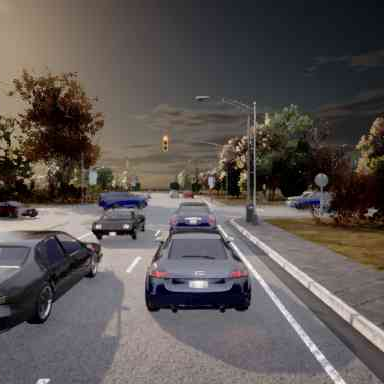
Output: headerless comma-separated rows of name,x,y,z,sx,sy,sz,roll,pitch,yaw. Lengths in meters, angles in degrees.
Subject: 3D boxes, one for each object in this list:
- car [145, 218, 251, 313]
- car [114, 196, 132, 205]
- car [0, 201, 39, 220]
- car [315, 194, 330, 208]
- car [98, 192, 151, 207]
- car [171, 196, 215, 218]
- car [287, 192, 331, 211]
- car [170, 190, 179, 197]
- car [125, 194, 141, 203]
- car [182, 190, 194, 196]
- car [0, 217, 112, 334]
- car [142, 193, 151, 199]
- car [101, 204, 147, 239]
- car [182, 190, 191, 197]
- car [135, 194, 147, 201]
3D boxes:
car,0.084,1.541,7.712,1.994,1.385,4.181,0,0,-1
car,-10.772,1.271,52.161,1.895,1.301,4.718,0,0,0
car,-14.317,1.413,26.513,4.181,1.385,1.994,0,0,22
car,15.649,1.290,33.797,4.902,1.511,2.128,0,0,-3
car,-7.590,0.999,36.689,2.150,2.045,5.566,2,1,44
car,0.049,1.272,16.345,2.097,1.767,4.553,0,0,0
car,14.033,0.995,37.407,5.566,2.045,2.150,0,0,-3
car,-4.293,0.890,84.112,1.994,1.385,4.181,0,1,-4
car,-10.780,1.091,61.263,2.128,1.511,4.902,0,0,0
car,-0.746,0.569,83.432,2.150,2.045,5.566,0,1,-4
car,-3.414,1.528,7.024,2.033,1.411,5.357,0,0,-1
car,-11.162,0.900,81.497,1.812,1.442,4.674,0,1,-2
car,-3.471,1.518,16.669,1.895,1.301,4.718,0,0,-1
car,-1.559,0.396,94.080,2.097,1.767,4.553,0,1,-7
car,-10.820,1.098,71.219,1.895,1.301,4.718,0,1,-1
